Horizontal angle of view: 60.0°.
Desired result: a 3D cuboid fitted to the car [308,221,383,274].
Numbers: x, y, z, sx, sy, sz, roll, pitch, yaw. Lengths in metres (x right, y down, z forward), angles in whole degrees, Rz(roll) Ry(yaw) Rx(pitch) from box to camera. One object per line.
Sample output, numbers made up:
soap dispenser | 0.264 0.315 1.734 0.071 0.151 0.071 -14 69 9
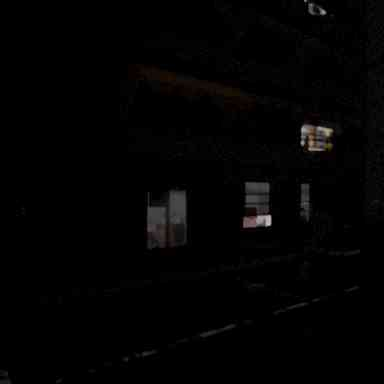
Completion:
car | 5.466 1.610 10.540 4.206 1.307 1.802 0 0 -36
